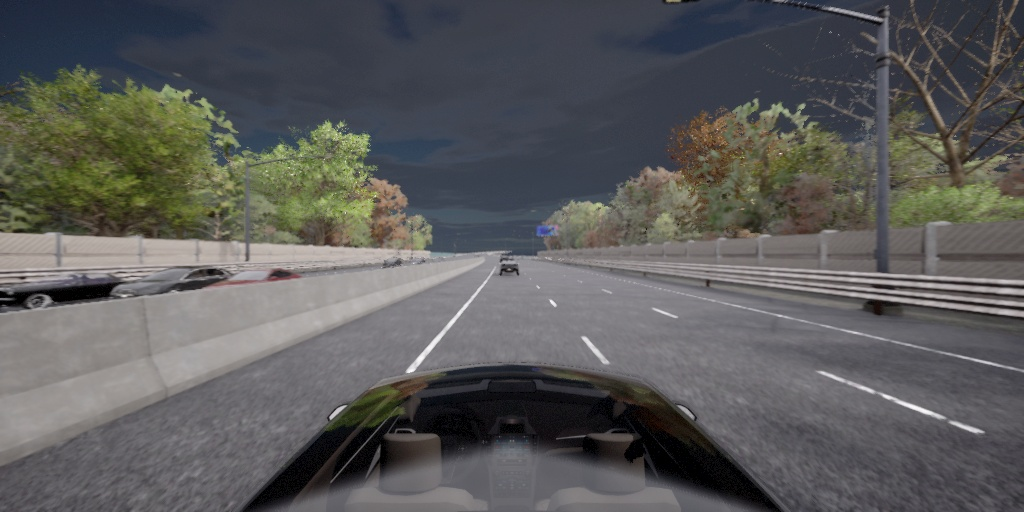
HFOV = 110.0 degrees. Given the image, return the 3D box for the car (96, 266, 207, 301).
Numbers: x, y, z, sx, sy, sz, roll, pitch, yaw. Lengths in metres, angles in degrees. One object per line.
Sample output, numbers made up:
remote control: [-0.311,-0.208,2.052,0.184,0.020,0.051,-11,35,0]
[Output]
car: [-14.159,1.222,15.503,1.837,1.490,4.892,0,0,0]

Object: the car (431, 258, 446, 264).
car: [-11.395,1.046,55.867,1.837,1.490,4.892,0,0,-1]

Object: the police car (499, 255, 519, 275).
police car: [-0.285,1.038,36.356,1.930,1.638,5.238,0,0,-1]

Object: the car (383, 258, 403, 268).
car: [-18.384,1.034,55.534,1.882,1.535,5.008,0,0,-1]

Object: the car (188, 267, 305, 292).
car: [-10.656,1.239,15.239,1.812,1.442,4.674,0,0,0]

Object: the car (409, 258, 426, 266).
car: [-14.930,1.038,57.053,2.128,1.511,4.902,0,0,-1]

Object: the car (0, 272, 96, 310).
car: [-17.649,1.328,14.228,1.895,1.301,4.718,0,0,0]
